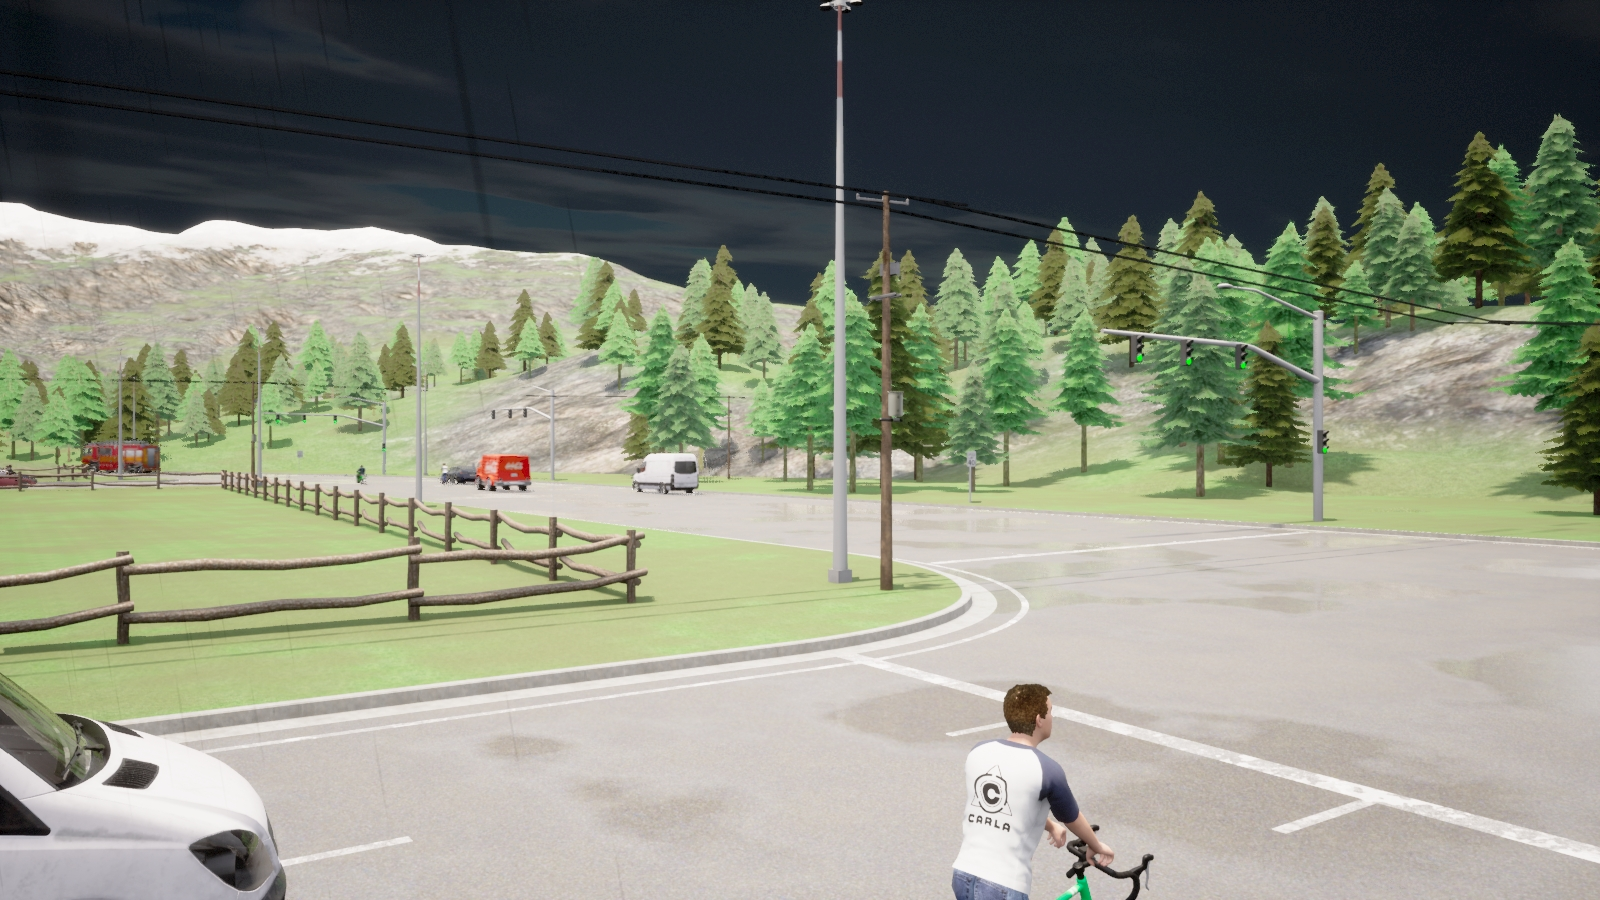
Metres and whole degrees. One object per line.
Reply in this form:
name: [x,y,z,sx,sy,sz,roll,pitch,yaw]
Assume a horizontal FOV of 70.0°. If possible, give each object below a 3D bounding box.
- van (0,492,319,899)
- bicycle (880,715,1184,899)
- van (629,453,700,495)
van: [-5.215,1.535,4.399,5.915,2.561,1.988,0,0,-35]
bicycle: [1.060,2.053,4.957,1.643,1.496,0.373,0,0,-41]
van: [-8.724,1.512,73.226,1.988,2.561,5.915,0,0,-35]
